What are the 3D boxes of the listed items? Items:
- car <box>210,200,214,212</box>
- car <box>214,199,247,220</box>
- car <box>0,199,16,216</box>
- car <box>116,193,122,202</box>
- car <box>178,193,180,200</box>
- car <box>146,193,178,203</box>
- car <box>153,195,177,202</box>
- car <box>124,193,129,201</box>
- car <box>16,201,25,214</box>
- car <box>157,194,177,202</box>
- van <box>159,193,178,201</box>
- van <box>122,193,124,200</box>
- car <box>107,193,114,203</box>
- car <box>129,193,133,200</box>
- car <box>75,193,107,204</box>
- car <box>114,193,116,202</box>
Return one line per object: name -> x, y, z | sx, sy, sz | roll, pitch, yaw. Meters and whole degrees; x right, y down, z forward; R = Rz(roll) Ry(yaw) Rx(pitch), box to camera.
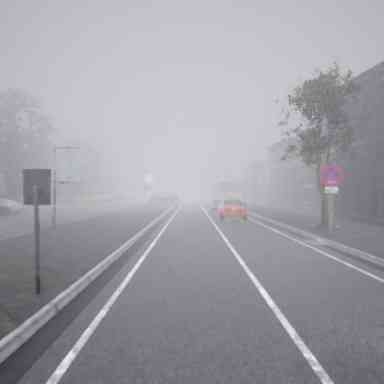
car -> 3.172, 1.515, 38.849 | 2.033, 1.411, 5.357 | 0, 0, 0
car -> 3.231, 1.332, 27.697 | 2.097, 1.767, 4.553 | 0, 0, 0
car -> -18.787, 1.379, 29.262 | 5.008, 1.535, 2.097 | 0, 0, 0
car -> -18.825, 1.301, 74.821 | 4.553, 1.767, 2.185 | 0, 0, 0
car -> -5.787, 1.156, 66.483 | 5.566, 2.045, 2.435 | 0, 0, 0
car -> -5.749, 1.399, 63.681 | 4.892, 1.521, 2.231 | 0, 0, 0
car -> -5.776, 1.437, 72.086 | 4.892, 1.521, 2.231 | 0, 0, 0
car -> -18.878, 1.538, 83.171 | 4.674, 1.452, 2.002 | 0, -1, 0
car -> -18.784, 1.417, 32.411 | 4.674, 1.452, 2.002 | 0, 0, 0
car -> -5.752, 1.353, 77.693 | 4.553, 1.767, 2.185 | 0, -1, 0
van -> -5.676, 1.278, 80.498 | 4.442, 1.987, 1.878 | 0, -1, 0
van -> -18.979, 1.222, 77.602 | 4.442, 1.987, 1.878 | 0, 0, 0
car -> -18.844, 1.377, 66.465 | 5.008, 1.535, 2.097 | 0, 0, 0
car -> -18.704, 1.520, 85.957 | 5.366, 1.575, 1.946 | 0, -1, 0
car -> -18.824, 1.361, 60.896 | 5.008, 1.535, 2.097 | 0, 0, 0
car -> -18.846, 1.431, 69.251 | 4.674, 1.452, 2.002 | 0, 0, 0
